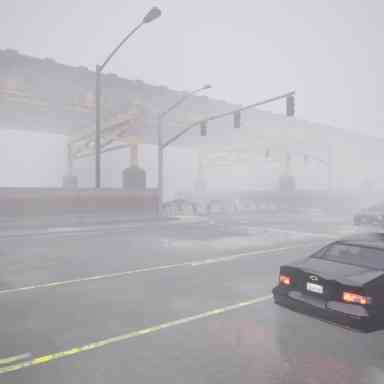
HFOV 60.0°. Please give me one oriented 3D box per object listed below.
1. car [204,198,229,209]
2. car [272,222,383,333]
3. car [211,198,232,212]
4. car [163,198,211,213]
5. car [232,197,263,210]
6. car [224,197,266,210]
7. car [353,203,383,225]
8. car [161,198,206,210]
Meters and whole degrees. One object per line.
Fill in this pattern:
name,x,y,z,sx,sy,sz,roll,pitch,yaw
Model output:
car,2.906,1.295,38.757,1.853,1.218,4.536,0,0,17
car,3.954,1.547,6.671,5.357,1.411,2.033,0,0,-36
car,2.891,1.453,38.707,2.038,1.542,4.974,0,0,17
car,-0.827,1.453,35.985,4.974,1.542,2.038,0,0,7
car,6.712,1.295,42.499,4.536,1.218,1.853,0,0,-8
car,6.764,1.453,42.506,4.974,1.542,2.038,0,0,-8
car,12.526,1.477,21.794,5.008,1.535,1.882,0,0,-36
car,-0.879,1.295,35.992,4.536,1.218,1.853,0,0,7
